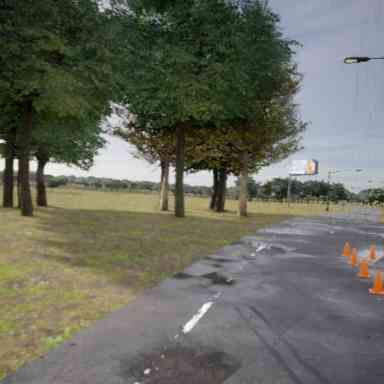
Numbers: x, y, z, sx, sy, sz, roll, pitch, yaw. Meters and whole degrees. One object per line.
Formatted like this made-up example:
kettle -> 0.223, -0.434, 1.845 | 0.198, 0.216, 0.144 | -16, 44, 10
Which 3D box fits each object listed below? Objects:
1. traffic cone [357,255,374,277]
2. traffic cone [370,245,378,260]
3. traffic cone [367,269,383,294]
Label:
traffic cone -> 5.457, 2.366, 10.551 | 0.340, 0.580, 0.340 | 3, -1, 18
traffic cone -> 7.632, 2.525, 14.050 | 0.340, 0.580, 0.340 | 3, -1, 18
traffic cone -> 4.844, 2.312, 8.648 | 0.340, 0.580, 0.340 | 3, -1, 18
